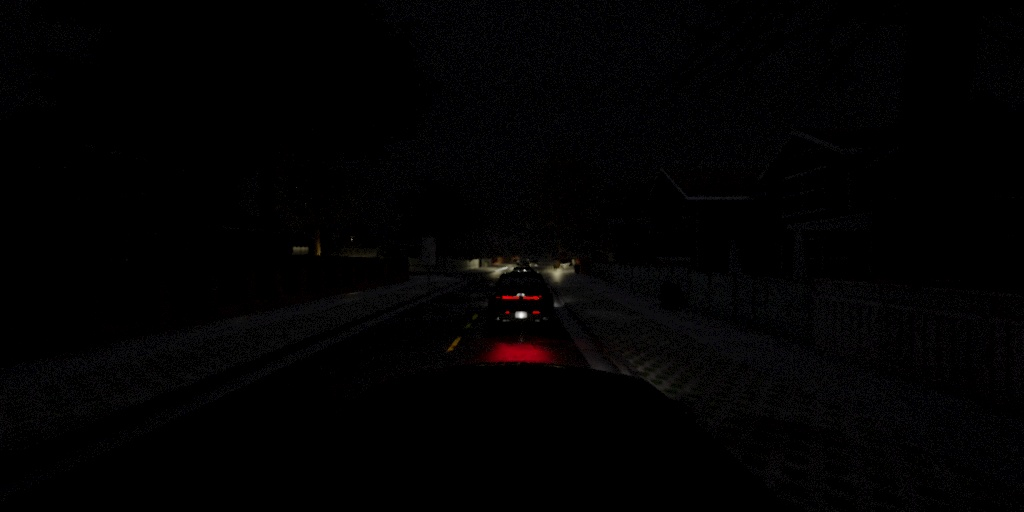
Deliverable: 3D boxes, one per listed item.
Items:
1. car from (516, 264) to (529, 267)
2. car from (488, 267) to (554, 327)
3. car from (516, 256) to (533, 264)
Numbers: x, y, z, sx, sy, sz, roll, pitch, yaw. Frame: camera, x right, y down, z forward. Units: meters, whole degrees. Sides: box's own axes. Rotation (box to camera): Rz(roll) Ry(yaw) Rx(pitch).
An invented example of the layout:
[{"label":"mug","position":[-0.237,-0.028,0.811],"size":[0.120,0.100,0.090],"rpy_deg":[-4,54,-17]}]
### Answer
[{"label":"car","position":[0.636,1.330,20.537],"size":[1.994,1.385,4.181],"rpy_deg":[0,0,3]},{"label":"car","position":[0.288,1.262,11.503],"size":[1.837,1.490,4.892],"rpy_deg":[0,0,1]},{"label":"car","position":[1.895,1.129,62.633],"size":[2.128,1.511,4.902],"rpy_deg":[0,0,9]}]
